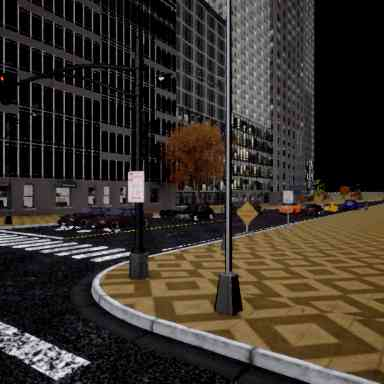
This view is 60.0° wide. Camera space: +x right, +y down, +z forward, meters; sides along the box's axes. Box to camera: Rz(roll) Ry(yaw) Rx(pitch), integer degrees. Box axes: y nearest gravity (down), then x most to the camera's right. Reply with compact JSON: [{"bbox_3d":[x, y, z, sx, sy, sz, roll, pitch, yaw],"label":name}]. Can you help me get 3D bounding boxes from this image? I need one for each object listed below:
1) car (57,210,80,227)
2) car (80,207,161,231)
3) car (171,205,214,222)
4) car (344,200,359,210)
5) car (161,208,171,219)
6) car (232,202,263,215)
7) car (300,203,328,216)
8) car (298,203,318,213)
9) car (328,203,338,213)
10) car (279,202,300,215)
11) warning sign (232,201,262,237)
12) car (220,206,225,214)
[{"bbox_3d":[-7.551,1.873,25.533,2.033,1.411,5.357,0,-1,33],"label":"car"},{"bbox_3d":[-4.899,1.874,23.649,2.033,1.411,5.357,0,-1,33],"label":"car"},{"bbox_3d":[0.396,2.004,31.858,1.837,1.490,4.892,0,0,33],"label":"car"},{"bbox_3d":[31.476,2.536,65.773,2.150,2.045,5.566,0,-1,33],"label":"car"},{"bbox_3d":[-1.431,2.129,35.020,1.895,1.301,4.718,0,-1,33],"label":"car"},{"bbox_3d":[7.350,2.084,42.611,2.097,1.767,4.553,0,-1,33],"label":"car"},{"bbox_3d":[16.275,2.353,44.221,1.837,1.490,4.892,0,-1,33],"label":"car"},{"bbox_3d":[19.143,2.576,54.746,2.033,1.411,5.357,0,-1,33],"label":"car"},{"bbox_3d":[21.875,2.510,52.986,1.882,1.535,5.008,0,-1,33],"label":"car"},{"bbox_3d":[13.738,2.203,46.277,2.097,1.767,4.553,0,-1,33],"label":"car"},{"bbox_3d":[3.095,1.454,18.576,1.300,1.860,1.060,1,1,33],"label":"warning sign"},{"bbox_3d":[5.649,2.250,45.957,2.128,1.511,4.902,0,-1,33],"label":"car"}]
